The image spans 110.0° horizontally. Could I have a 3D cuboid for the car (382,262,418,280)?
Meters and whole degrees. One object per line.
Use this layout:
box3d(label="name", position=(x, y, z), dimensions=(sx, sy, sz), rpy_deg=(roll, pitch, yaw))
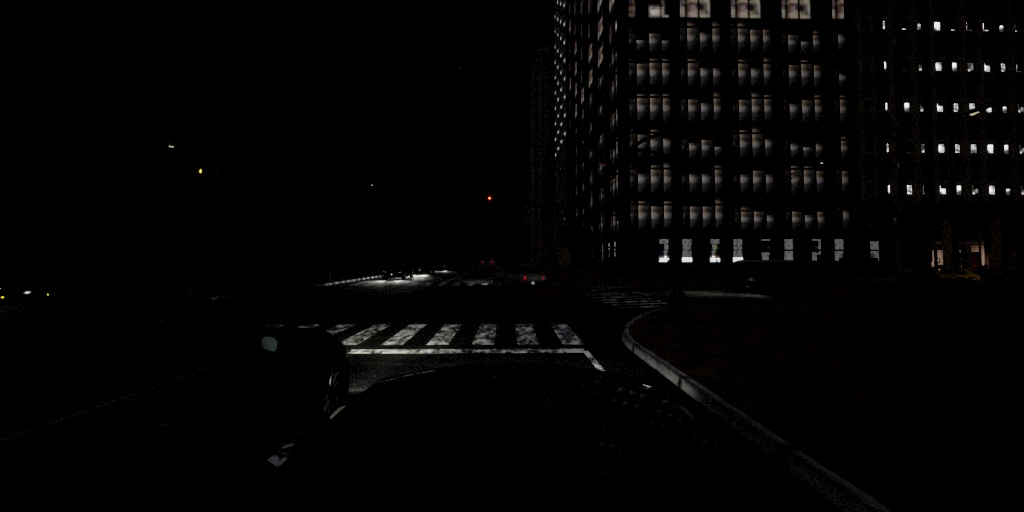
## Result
box3d(label="car", position=(-10.346, 1.320, 32.905), dimensions=(1.837, 1.490, 4.892), rpy_deg=(0, 0, -3))

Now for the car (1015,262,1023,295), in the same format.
box3d(label="car", position=(21.553, 0.961, 14.230), dimensions=(4.097, 1.591, 1.967), rpy_deg=(0, 0, -2))

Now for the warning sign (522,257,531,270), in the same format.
box3d(label="warning sign", position=(2.082, 1.001, 50.817), dimensions=(1.300, 1.860, 1.060), rpy_deg=(0, 0, -1))

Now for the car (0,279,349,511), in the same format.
box3d(label="car", position=(-3.156, 1.103, 2.860), dimensions=(2.097, 1.767, 4.553), rpy_deg=(0, 0, -1))

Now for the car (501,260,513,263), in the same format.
box3d(label="car", position=(-0.815, 1.464, 60.086), dimensions=(1.812, 1.442, 4.674), rpy_deg=(0, -1, -1))

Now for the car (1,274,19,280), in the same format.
box3d(label="car", position=(-22.716, 1.394, 15.281), dimensions=(4.181, 1.385, 1.994), rpy_deg=(0, -2, -2))

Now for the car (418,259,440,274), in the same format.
box3d(label="car", position=(-10.495, 1.343, 43.100), dimensions=(2.128, 1.511, 4.902), rpy_deg=(0, 0, -1))

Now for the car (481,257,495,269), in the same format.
box3d(label="car", position=(-4.200, 1.174, 62.257), dimensions=(2.150, 2.045, 5.566), rpy_deg=(0, 0, -1))

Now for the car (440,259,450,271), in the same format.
box3d(label="car", position=(-10.654, 1.255, 53.723), dimensions=(2.097, 1.767, 4.553), rpy_deg=(0, 0, -1))

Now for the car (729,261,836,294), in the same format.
box3d(label="car", position=(14.596, 1.190, 19.473), dimensions=(5.008, 1.535, 1.882), rpy_deg=(0, -2, -2))

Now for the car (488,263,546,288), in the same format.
box3d(label="car", position=(0.312, 1.392, 24.257), dimensions=(1.895, 1.301, 4.718), rpy_deg=(0, 0, -28))

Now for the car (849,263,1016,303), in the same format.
box3d(label="car", position=(16.140, 1.075, 14.077), dimensions=(4.829, 1.417, 1.751), rpy_deg=(0, 0, -2))
